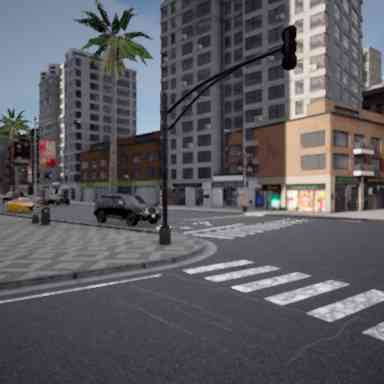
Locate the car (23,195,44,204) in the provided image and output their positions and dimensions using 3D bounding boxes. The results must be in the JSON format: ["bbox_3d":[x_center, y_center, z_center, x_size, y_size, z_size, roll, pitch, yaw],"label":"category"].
[{"bbox_3d":[-27.509,1.227,57.765,1.837,1.490,4.892,0,1,-44],"label":"car"}]

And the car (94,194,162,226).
[{"bbox_3d":[-4.577,1.156,23.088,5.566,2.045,2.150,1,1,40],"label":"car"}]

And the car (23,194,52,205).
[{"bbox_3d":[-22.492,1.323,48.265,1.812,1.442,4.674,0,1,-45],"label":"car"}]

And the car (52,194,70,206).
[{"bbox_3d":[-20.492,1.134,50.855,4.553,1.767,2.097,0,1,45],"label":"car"}]

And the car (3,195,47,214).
[{"bbox_3d":[-17.205,1.362,34.144,5.008,1.535,1.882,0,0,42],"label":"car"}]

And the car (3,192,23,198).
[{"bbox_3d":[-29.560,0.960,55.209,2.150,2.045,5.566,0,1,-44],"label":"car"}]
